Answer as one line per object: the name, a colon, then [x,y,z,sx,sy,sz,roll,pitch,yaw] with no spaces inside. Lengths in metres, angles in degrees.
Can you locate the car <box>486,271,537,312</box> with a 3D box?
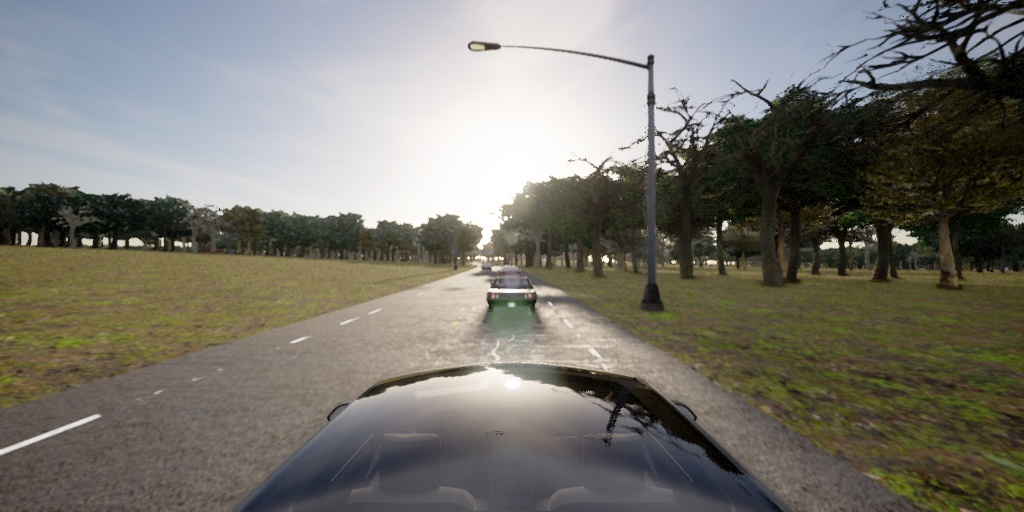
car: [-0.007,1.499,15.138,1.895,1.301,4.718,0,-1,0]

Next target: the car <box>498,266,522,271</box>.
car: [-0.166,1.564,31.143,1.882,1.535,5.008,0,0,-1]
